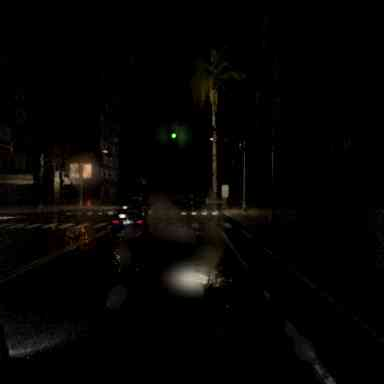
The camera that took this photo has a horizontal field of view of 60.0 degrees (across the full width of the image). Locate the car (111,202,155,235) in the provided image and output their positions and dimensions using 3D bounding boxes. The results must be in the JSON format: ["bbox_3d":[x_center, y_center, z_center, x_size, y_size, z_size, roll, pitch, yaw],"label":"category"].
[{"bbox_3d":[-3.341,1.514,18.724,2.033,1.411,5.357,0,0,-5],"label":"car"}]

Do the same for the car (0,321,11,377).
[{"bbox_3d":[-3.149,1.559,2.249,1.994,1.385,4.181,0,0,0],"label":"car"}]

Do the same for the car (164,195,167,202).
[{"bbox_3d":[-6.500,1.443,73.481,1.812,1.442,4.674,0,0,0],"label":"car"}]

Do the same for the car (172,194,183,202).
[{"bbox_3d":[-3.250,1.471,71.975,1.994,1.385,4.181,0,0,0],"label":"car"}]

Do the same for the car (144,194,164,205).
[{"bbox_3d":[-6.539,1.472,58.125,2.033,1.411,5.357,0,0,1],"label":"car"}]

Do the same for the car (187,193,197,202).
[{"bbox_3d":[0.000,1.142,71.588,2.150,2.045,5.566,0,0,0],"label":"car"}]

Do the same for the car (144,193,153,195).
[{"bbox_3d":[-9.750,1.144,73.640,2.150,2.045,5.566,0,0,0],"label":"car"}]

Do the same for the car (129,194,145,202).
[{"bbox_3d":[-9.793,1.526,58.139,1.895,1.301,4.718,0,0,1],"label":"car"}]

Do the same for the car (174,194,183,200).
[{"bbox_3d":[-3.250,1.305,81.980,2.033,1.411,5.357,0,0,0],"label":"car"}]
